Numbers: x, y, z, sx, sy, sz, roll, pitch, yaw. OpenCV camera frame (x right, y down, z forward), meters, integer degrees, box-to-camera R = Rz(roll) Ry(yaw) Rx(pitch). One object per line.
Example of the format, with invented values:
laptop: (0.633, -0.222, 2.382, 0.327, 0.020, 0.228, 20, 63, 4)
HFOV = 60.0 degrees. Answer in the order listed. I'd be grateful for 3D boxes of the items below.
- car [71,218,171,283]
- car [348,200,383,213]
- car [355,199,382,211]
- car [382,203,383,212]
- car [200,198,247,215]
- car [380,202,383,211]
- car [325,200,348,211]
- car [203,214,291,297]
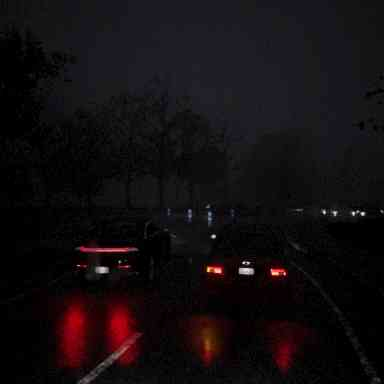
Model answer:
car: (-1.781, 1.492, 9.692, 2.128, 1.511, 4.902, 0, 0, 4)
car: (23.901, 2.050, 45.344, 5.357, 1.411, 2.033, 2, -1, -38)
car: (28.210, 2.135, 53.186, 4.553, 1.767, 2.097, 2, -2, -39)
car: (31.129, 2.380, 51.055, 4.181, 1.385, 1.994, 3, -2, -38)
car: (3.061, 1.364, 32.643, 4.553, 1.767, 2.097, 0, 0, -20)
car: (35.360, 2.599, 58.808, 4.892, 1.490, 1.837, 2, -1, -38)
car: (21.036, 1.950, 47.549, 5.008, 1.535, 1.882, 2, -1, -38)
car: (1.419, 1.547, 8.780, 2.033, 1.411, 5.357, 0, 0, 9)
